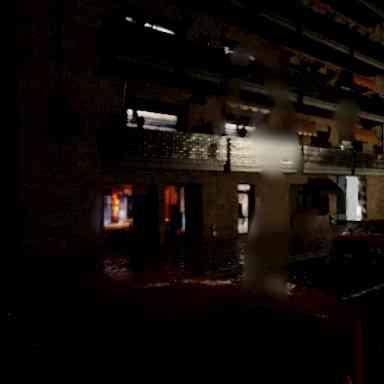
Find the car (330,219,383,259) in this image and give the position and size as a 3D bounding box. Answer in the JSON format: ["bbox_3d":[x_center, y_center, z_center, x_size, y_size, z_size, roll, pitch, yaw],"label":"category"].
[{"bbox_3d":[6.243,1.555,10.727,4.507,1.381,1.887,0,-1,-36],"label":"car"}]

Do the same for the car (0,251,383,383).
[{"bbox_3d":[-0.598,1.487,2.634,5.008,1.535,1.882,0,0,-36],"label":"car"}]
